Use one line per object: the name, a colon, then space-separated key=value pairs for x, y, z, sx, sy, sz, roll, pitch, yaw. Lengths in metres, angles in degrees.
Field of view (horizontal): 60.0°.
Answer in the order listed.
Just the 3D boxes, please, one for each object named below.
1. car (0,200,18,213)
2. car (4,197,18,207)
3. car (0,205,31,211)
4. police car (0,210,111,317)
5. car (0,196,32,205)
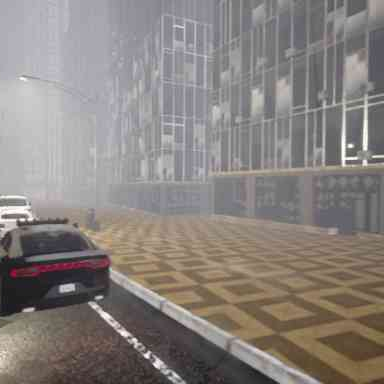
car: x=-21.671 y=1.685 z=39.241 sx=1.895 sy=1.301 sz=4.718 roll=0 pitch=0 yaw=-26
car: x=-29.564 y=1.577 z=54.322 sx=1.882 sy=1.535 sz=5.008 roll=0 pitch=0 yaw=-30
car: x=-8.582 y=1.561 z=16.045 sx=1.812 sy=1.442 sz=4.674 roll=0 pitch=0 yaw=-30
police car: x=-3.527 y=1.438 z=7.833 sx=1.930 sy=1.638 sz=5.238 roll=0 pitch=0 yaw=-33
car: x=-11.497 y=1.272 z=21.155 sx=2.150 sy=2.045 sz=5.566 roll=0 pitch=0 yaw=-29
